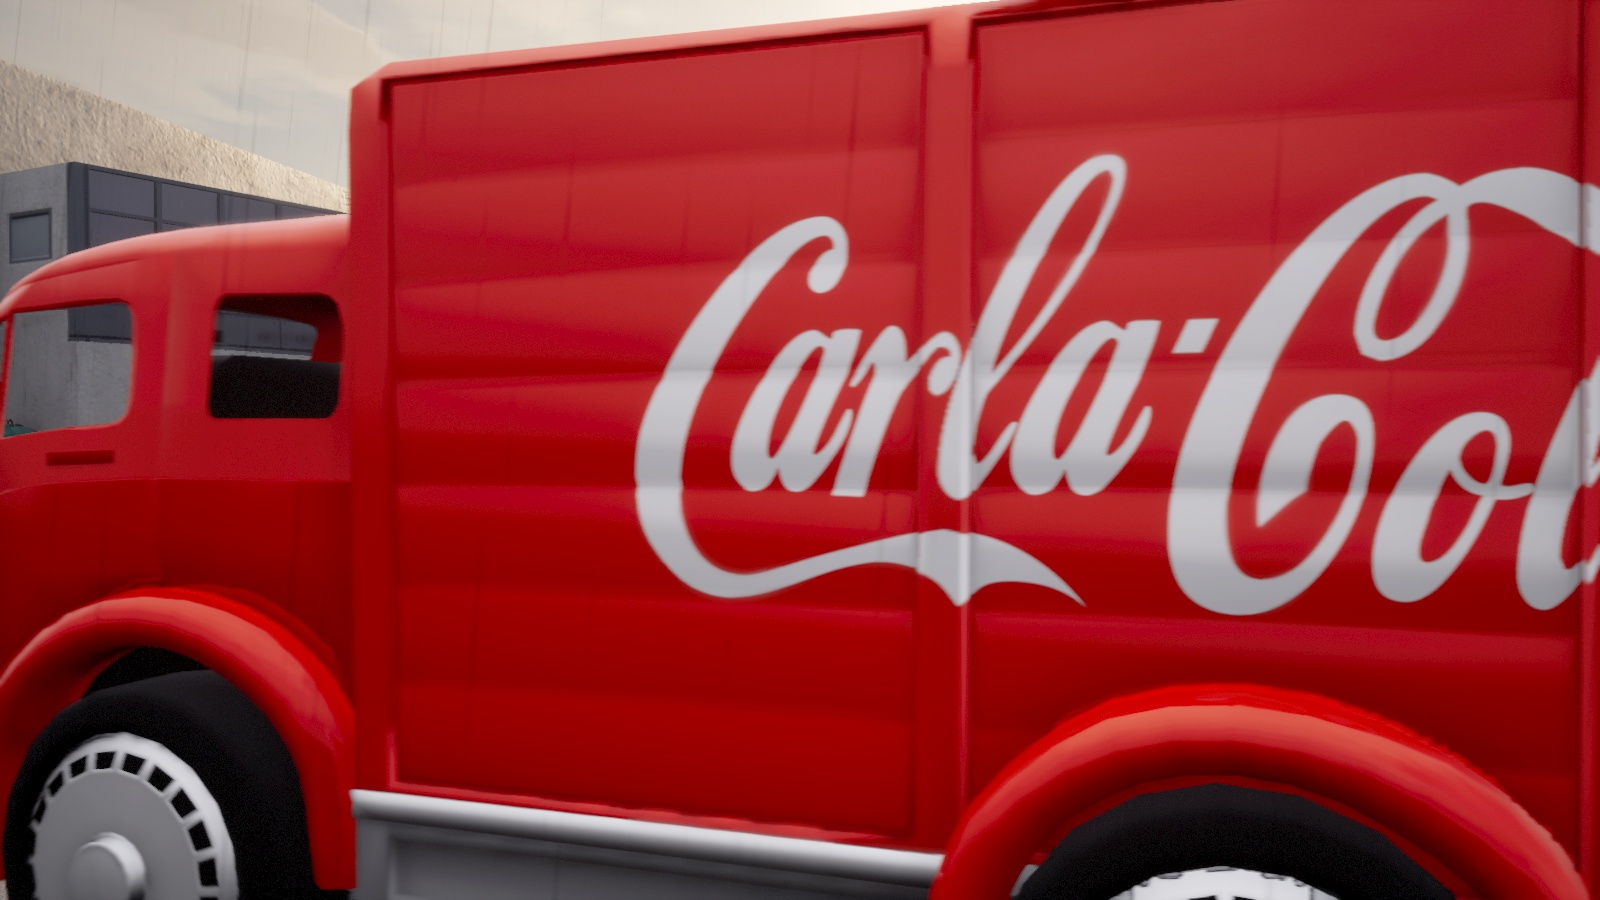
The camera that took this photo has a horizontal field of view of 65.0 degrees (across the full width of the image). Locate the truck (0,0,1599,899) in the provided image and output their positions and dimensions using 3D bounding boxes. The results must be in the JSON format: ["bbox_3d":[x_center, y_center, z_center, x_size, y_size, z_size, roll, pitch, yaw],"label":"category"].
[{"bbox_3d":[-0.029,0.280,3.722,5.204,2.467,2.627,1,1,19],"label":"truck"}]
